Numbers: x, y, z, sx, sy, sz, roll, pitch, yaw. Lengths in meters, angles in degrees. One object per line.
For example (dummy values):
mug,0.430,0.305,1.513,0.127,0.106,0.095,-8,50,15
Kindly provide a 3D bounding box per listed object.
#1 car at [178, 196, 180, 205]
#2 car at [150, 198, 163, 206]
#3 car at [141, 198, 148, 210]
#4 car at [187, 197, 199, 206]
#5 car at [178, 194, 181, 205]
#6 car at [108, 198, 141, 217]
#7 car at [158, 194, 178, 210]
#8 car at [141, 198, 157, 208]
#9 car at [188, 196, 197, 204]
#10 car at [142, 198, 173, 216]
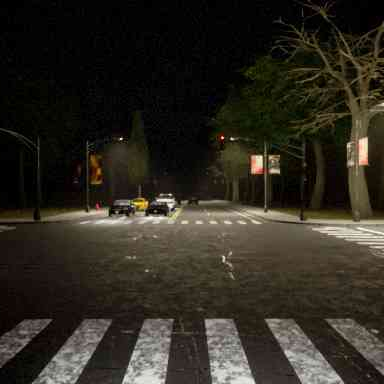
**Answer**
car,-3.280,1.702,51.812,1.895,1.301,4.718,0,0,0
car,-6.484,1.774,61.168,1.895,1.301,4.718,0,0,0
car,-6.541,1.520,41.064,1.882,1.535,5.008,0,0,0
car,0.172,1.645,58.918,2.128,1.511,4.902,0,-1,0
car,-3.221,1.404,62.425,2.150,2.045,5.566,0,0,1
car,-6.555,1.510,31.564,2.128,1.511,4.902,0,0,0
car,-3.291,1.266,41.561,2.150,2.045,5.566,0,0,0
car,-6.534,1.660,51.110,1.994,1.385,4.181,0,0,-1
car,0.135,1.740,72.650,1.882,1.535,5.008,0,0,0
car,-3.295,1.583,32.204,1.994,1.385,4.181,0,0,1
